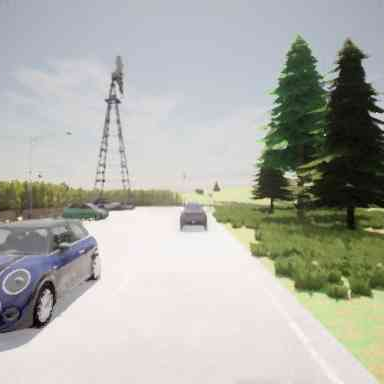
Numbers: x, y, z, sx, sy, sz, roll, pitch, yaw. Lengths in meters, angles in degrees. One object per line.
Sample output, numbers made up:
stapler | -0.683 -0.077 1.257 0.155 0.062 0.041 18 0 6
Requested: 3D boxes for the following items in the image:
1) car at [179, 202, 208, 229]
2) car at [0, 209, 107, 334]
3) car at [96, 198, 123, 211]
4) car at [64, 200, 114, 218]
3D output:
car | 0.105 1.718 23.288 2.128 1.511 4.902 0 0 0
car | -3.524 1.421 7.108 2.097 1.767 4.553 0 0 0
car | -11.889 1.810 46.935 3.866 1.878 1.905 0 -1 -31
car | -9.537 1.774 30.088 3.988 1.617 1.851 0 -1 -1
